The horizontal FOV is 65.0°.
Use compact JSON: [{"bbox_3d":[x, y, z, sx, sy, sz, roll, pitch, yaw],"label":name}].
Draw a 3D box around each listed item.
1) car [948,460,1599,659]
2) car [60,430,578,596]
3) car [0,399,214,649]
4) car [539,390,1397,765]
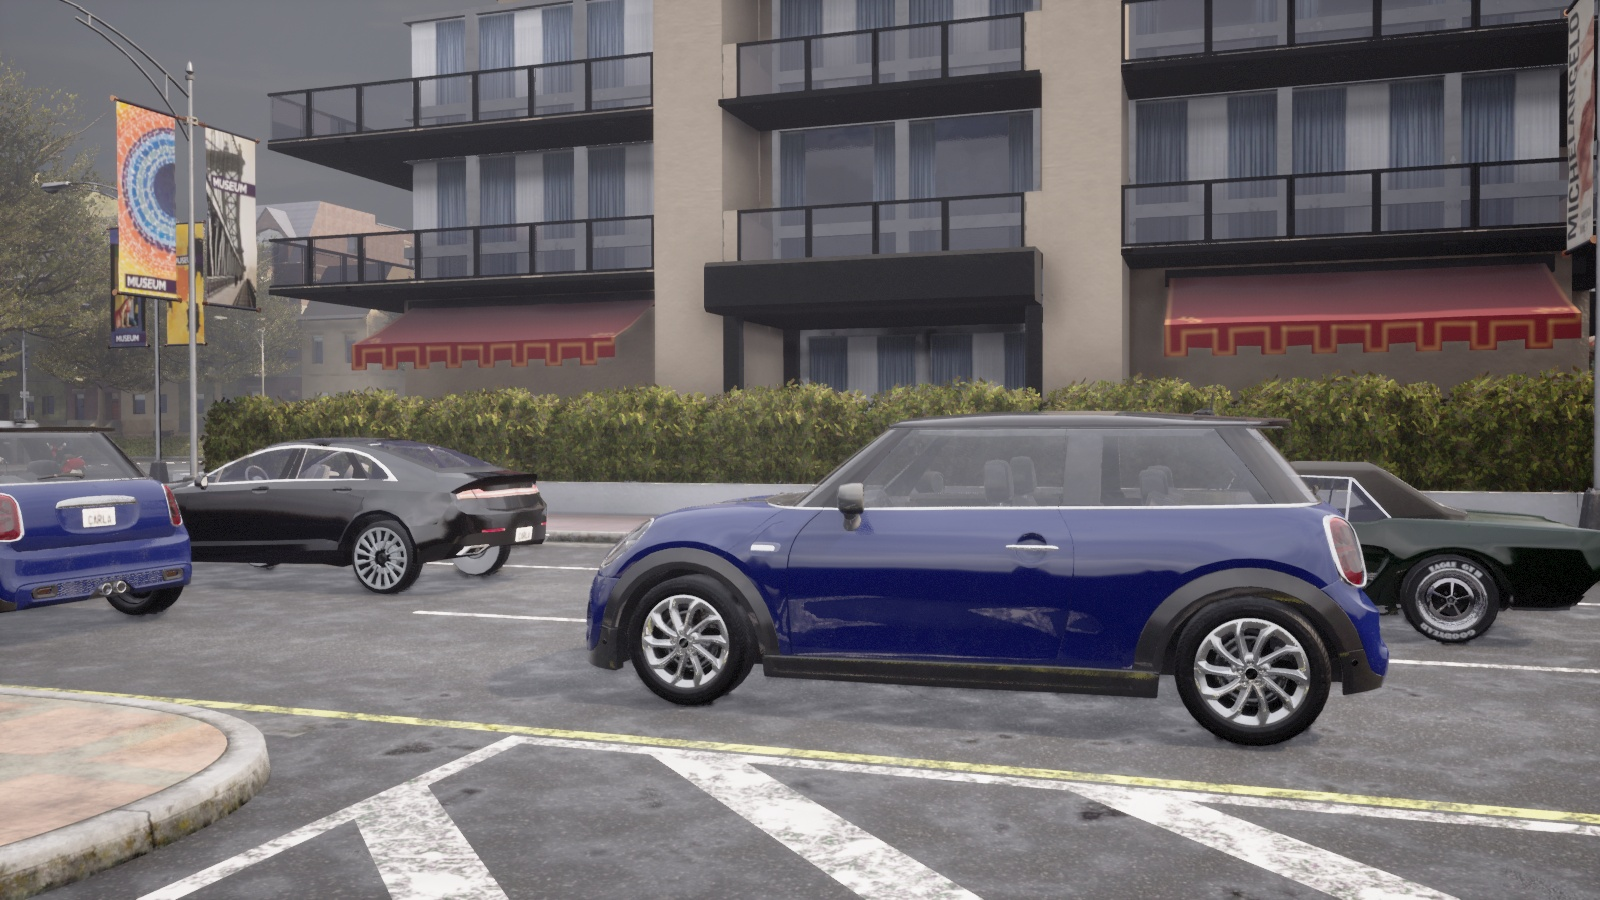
[{"bbox_3d":[3.746,0.775,10.374,4.718,1.301,1.895,1,1,19],"label":"car"},{"bbox_3d":[-5.065,0.550,13.338,4.902,1.511,2.128,1,1,19],"label":"car"},{"bbox_3d":[-7.503,0.489,10.465,4.553,1.767,2.097,1,1,19],"label":"car"},{"bbox_3d":[0.966,0.567,7.615,4.553,1.767,2.097,1,1,18],"label":"car"}]
